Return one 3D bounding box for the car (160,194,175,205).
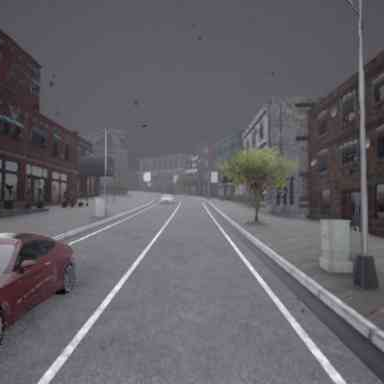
[{"bbox_3d":[-3.651,1.058,49.562,1.812,1.442,4.674,0,1,0],"label":"car"}]

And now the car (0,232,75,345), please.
[{"bbox_3d":[-3.601,1.527,6.039,1.812,1.442,4.674,0,0,0],"label":"car"}]
